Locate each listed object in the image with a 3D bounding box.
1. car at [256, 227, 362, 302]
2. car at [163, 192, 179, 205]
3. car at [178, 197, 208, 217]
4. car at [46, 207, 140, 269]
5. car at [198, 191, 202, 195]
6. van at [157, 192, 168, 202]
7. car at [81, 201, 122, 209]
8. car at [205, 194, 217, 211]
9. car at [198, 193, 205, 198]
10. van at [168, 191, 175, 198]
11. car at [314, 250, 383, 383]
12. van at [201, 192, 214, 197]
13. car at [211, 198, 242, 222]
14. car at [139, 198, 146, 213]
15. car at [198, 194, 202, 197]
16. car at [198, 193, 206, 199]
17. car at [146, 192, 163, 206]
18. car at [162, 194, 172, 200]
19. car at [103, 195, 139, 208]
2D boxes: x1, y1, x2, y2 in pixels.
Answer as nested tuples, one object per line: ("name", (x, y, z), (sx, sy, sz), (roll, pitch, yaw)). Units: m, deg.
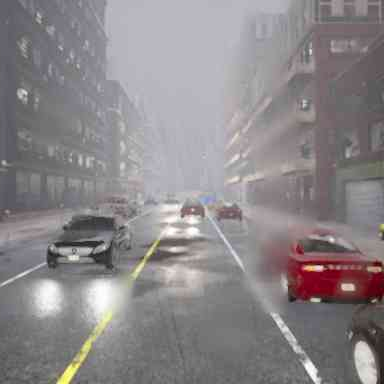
("car", (2.694, 1.498, 7.971), (1.887, 1.381, 4.507), (1, 0, 0))
("car", (-3.122, 1.039, 51.417), (2.097, 1.767, 4.553), (0, 0, 0))
("car", (0.074, 1.392, 28.649), (1.994, 1.385, 4.181), (0, 0, 0))
("car", (-3.110, 1.460, 11.069), (1.812, 1.442, 4.674), (0, 0, 0))
("car", (2.600, 0.933, 81.686), (1.967, 1.590, 4.097), (1, 0, 0))
("van", (-5.730, 0.944, 64.739), (1.690, 1.788, 3.998), (1, 0, 0))
("car", (-5.695, 1.436, 19.373), (2.008, 1.369, 4.403), (1, 0, 0))
("car", (2.659, 1.305, 36.494), (1.752, 1.417, 4.829), (1, 0, 0))
("car", (2.589, 0.944, 93.197), (1.752, 1.417, 4.829), (1, 0, 0))
("van", (-5.755, 0.760, 93.092), (1.690, 1.788, 3.998), (1, 0, 0))
("car", (2.699, 1.537, 2.301), (2.008, 1.369, 4.403), (1, 0, 0))
("van", (2.631, 1.052, 47.664), (1.690, 1.788, 3.998), (1, 0, 0))
("car", (2.680, 1.396, 24.983), (1.887, 1.381, 4.507), (1, 0, 0))
("car", (-5.706, 1.398, 30.715), (1.802, 1.307, 4.206), (1, 0, 0))
("car", (0.043, 1.338, 43.386), (1.895, 1.301, 4.718), (0, 0, 0))
("car", (2.594, 1.023, 87.357), (1.947, 1.339, 4.313), (1, 0, 0))
("car", (-5.717, 1.150, 47.727), (1.967, 1.590, 4.097), (1, 0, 0))
("car", (-5.743, 1.074, 76.081), (1.887, 1.381, 4.507), (1, 0, 0))
("car", (-5.696, 1.166, 25.041), (2.192, 1.841, 5.009), (1, 0, 0))
